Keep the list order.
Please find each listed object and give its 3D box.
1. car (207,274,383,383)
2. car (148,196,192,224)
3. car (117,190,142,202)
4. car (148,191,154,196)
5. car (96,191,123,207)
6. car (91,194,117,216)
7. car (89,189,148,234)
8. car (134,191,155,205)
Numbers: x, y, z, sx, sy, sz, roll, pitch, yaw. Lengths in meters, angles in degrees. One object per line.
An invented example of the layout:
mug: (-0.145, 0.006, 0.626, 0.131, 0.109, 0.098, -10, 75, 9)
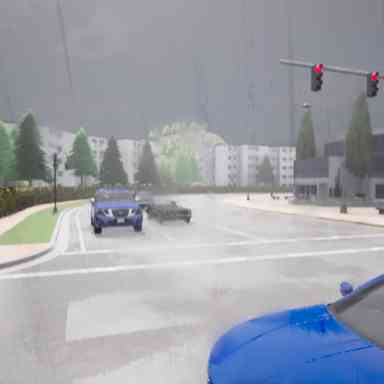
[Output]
car: (2.572, 1.408, 2.892, 5.008, 1.535, 1.882, -1, 2, -16)
car: (-1.532, 1.169, 20.652, 1.895, 1.301, 4.718, 0, 1, -19)
car: (-8.773, 0.514, 47.286, 2.128, 1.511, 4.902, 0, 1, 8)
car: (-4.482, 0.928, 29.832, 2.033, 1.411, 5.357, 0, 1, -16)
car: (-9.008, 0.727, 36.849, 2.128, 1.511, 4.902, 0, 1, -4)
car: (-7.073, 0.948, 26.668, 1.837, 1.490, 4.892, 0, 1, -15)
car: (-4.038, 0.859, 17.219, 2.150, 2.045, 5.566, 0, 1, -19)
car: (-5.666, 0.679, 39.896, 1.837, 1.490, 4.892, 0, 1, 0)
